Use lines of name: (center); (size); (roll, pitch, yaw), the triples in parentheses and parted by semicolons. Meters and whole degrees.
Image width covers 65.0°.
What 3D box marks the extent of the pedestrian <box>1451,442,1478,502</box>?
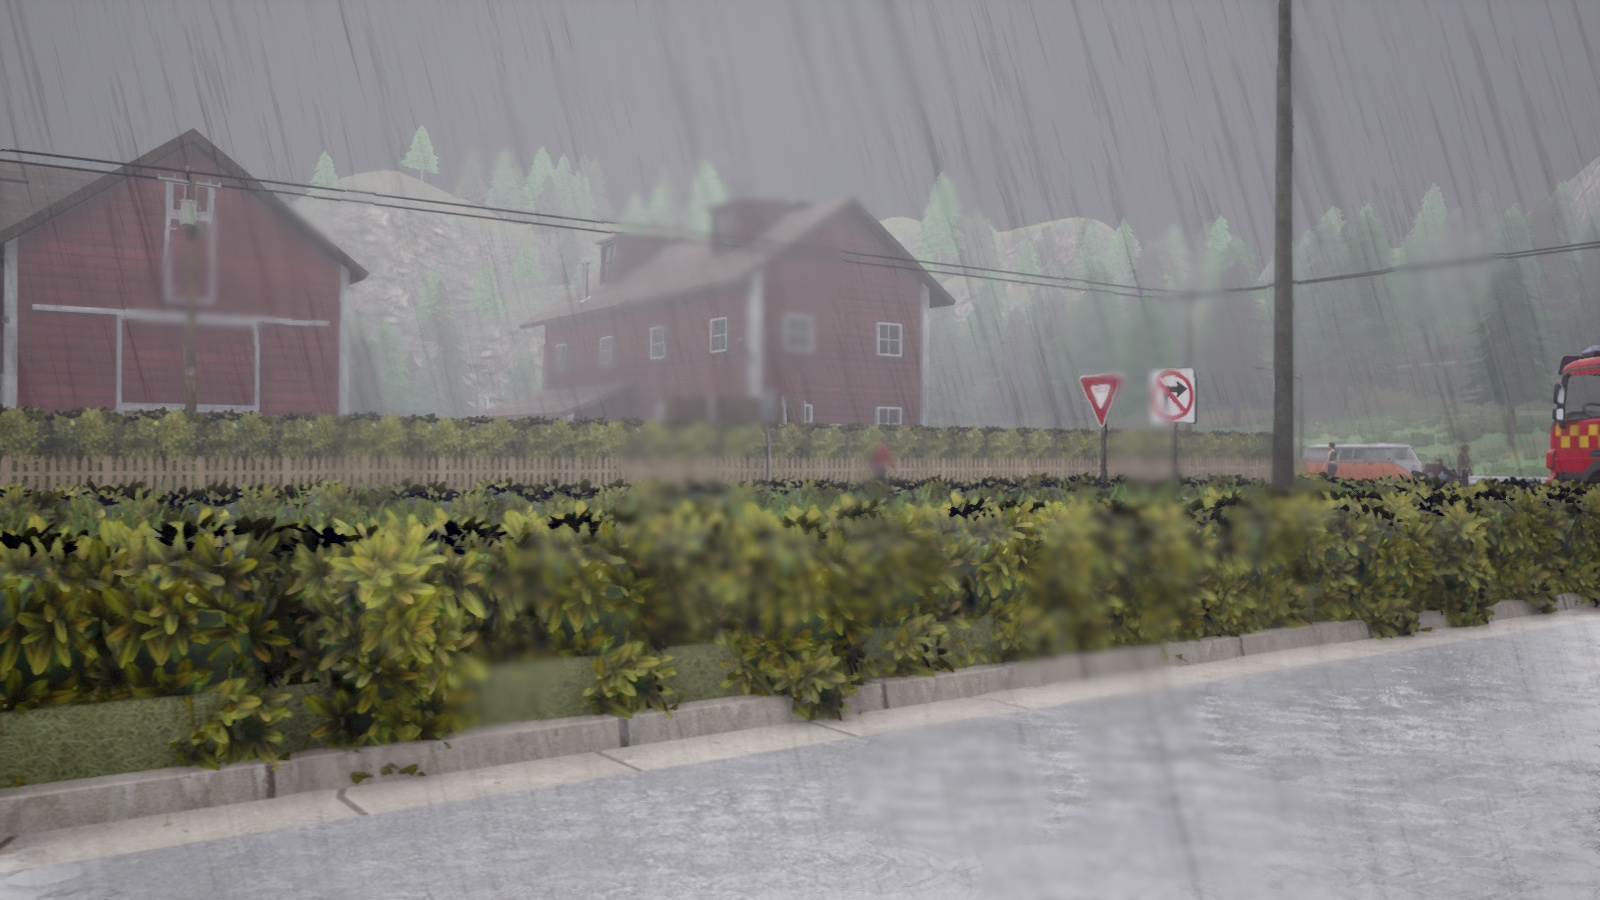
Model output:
pedestrian: (20.531, 0.665, 38.810); (0.331, 1.846, 0.634); (0, 0, -34)

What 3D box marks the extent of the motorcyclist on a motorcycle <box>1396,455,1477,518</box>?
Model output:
motorcyclist on a motorcycle: (16.011, 0.889, 31.560); (2.191, 1.530, 0.866); (0, 0, -35)

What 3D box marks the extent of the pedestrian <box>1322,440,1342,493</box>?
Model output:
pedestrian: (18.674, 0.568, 44.069); (0.345, 1.836, 0.594); (0, 0, -21)

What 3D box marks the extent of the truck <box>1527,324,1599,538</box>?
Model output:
truck: (16.137, -0.351, 20.296); (2.891, 3.827, 8.468); (0, 0, -9)

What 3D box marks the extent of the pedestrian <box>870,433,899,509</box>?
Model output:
pedestrian: (2.063, 0.512, 30.809); (0.636, 1.846, 0.331); (0, 0, -33)

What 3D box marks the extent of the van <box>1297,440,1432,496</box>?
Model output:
van: (21.143, 0.663, 47.214); (1.775, 1.987, 4.442); (0, 0, -28)
